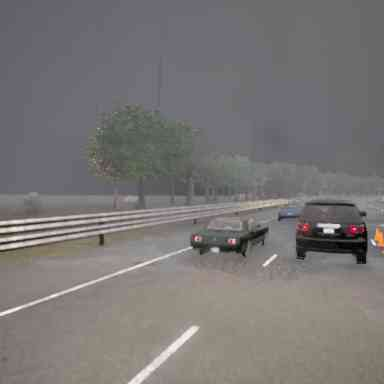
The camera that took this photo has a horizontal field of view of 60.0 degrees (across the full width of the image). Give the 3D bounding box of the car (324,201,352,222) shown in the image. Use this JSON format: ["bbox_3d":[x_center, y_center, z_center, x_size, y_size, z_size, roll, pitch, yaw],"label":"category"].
[{"bbox_3d":[12.885,1.643,29.275,2.128,1.511,4.902,0,0,24],"label":"car"}]

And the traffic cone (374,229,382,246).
[{"bbox_3d":[8.240,2.038,14.455,0.340,0.580,0.340,0,0,24],"label":"traffic cone"}]

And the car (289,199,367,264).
[{"bbox_3d":[5.267,1.288,12.538,2.150,2.045,5.566,0,0,24],"label":"car"}]

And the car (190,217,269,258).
[{"bbox_3d":[1.704,1.658,13.157,1.895,1.301,4.718,0,0,24],"label":"car"}]

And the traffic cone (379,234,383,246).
[{"bbox_3d":[7.411,2.029,12.635,0.340,0.580,0.340,0,0,24],"label":"traffic cone"}]

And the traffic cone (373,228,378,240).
[{"bbox_3d":[9.069,2.048,16.275,0.340,0.580,0.340,0,0,24],"label":"traffic cone"}]

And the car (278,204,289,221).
[{"bbox_3d":[8.582,1.699,28.270,1.994,1.385,4.181,0,0,24],"label":"car"}]
